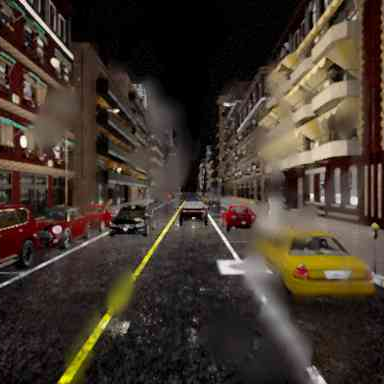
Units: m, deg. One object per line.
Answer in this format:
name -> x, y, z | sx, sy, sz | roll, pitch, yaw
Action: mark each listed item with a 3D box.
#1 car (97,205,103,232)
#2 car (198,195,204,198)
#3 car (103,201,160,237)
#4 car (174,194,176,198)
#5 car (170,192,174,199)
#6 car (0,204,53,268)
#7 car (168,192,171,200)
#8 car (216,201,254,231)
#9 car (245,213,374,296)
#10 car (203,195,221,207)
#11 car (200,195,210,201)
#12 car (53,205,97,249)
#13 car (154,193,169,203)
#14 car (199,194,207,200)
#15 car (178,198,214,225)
car -> -5.687, 1.460, 19.584 | 1.887, 1.381, 4.507 | 0, 0, 0
car -> 0.104, 1.384, 41.674 | 1.994, 1.385, 4.181 | 0, 0, 0
car -> -2.999, 1.430, 17.446 | 1.837, 1.490, 4.892 | 0, 0, 0
car -> -5.681, 0.933, 87.217 | 2.192, 1.841, 5.009 | 0, 0, 0
car -> -5.683, 1.213, 75.945 | 1.887, 1.381, 4.507 | 0, 0, 0
car -> -5.687, 1.279, 8.310 | 2.192, 1.841, 5.009 | 0, 0, 0
car -> -5.684, 1.269, 64.673 | 2.008, 1.369, 4.403 | 0, 0, 0
car -> 2.693, 1.461, 19.579 | 1.887, 1.381, 4.507 | 0, 0, 0
car -> 2.692, 1.489, 8.476 | 1.752, 1.417, 4.829 | 0, 0, 0
car -> 2.695, 1.369, 42.123 | 2.008, 1.369, 4.403 | 0, 0, 0
car -> 2.697, 1.259, 70.304 | 1.947, 1.339, 4.313 | 0, 0, 0
car -> -5.688, 1.380, 13.946 | 1.967, 1.590, 4.097 | 0, 0, 0
car -> -5.684, 1.294, 59.036 | 2.008, 1.369, 4.403 | 0, 0, 0
car -> 2.698, 1.225, 81.576 | 1.802, 1.307, 4.206 | 0, 0, 0
car -> 0.102, 1.394, 22.852 | 2.128, 1.511, 4.902 | 0, 0, 0
